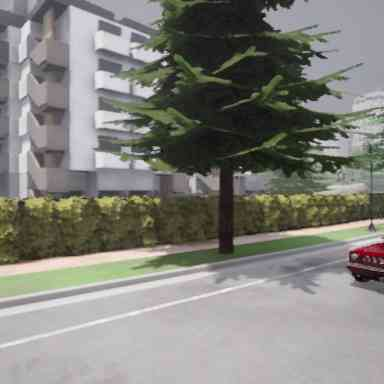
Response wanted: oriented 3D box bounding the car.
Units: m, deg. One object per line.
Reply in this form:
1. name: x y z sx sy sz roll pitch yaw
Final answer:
1. car: 5.932 1.584 8.512 4.718 1.301 1.895 0 0 -38
